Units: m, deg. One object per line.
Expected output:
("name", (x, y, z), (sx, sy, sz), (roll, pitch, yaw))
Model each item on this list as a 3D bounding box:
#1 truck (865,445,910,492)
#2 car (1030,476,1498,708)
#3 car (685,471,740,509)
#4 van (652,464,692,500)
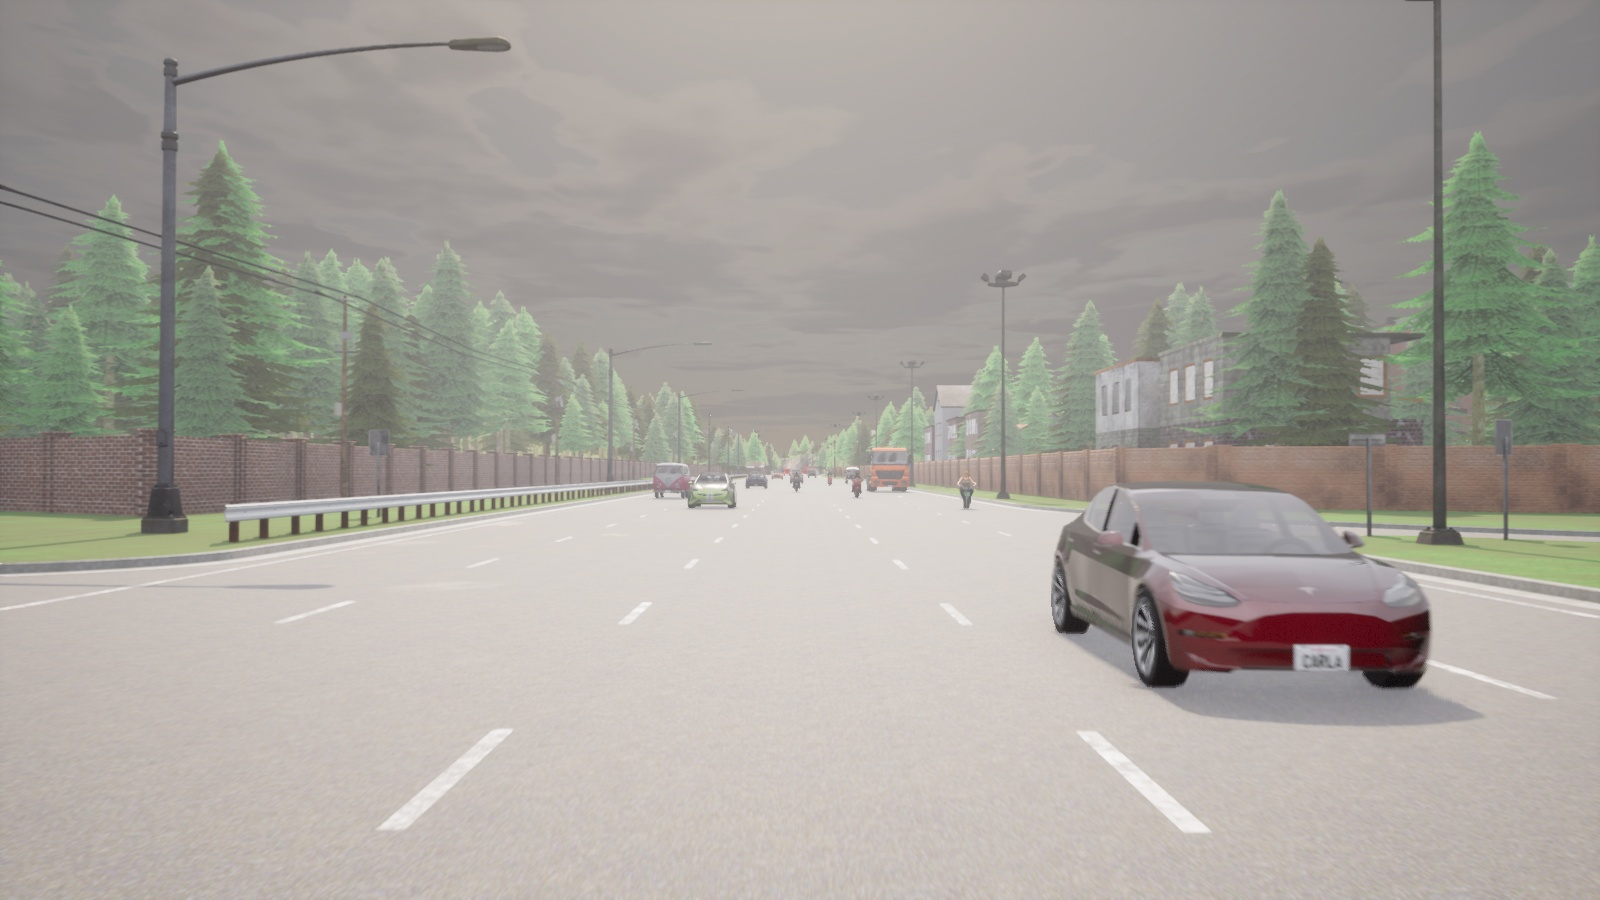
("truck", (6.754, 1.445, 97.908), (2.891, 3.462, 7.936), (0, -1, 0))
("car", (3.473, 0.978, 10.618), (2.163, 1.488, 4.792), (0, -1, 0))
("car", (-3.631, 1.661, 52.883), (2.007, 1.525, 4.514), (0, -1, 0))
("van", (-7.175, 1.778, 70.603), (1.775, 1.987, 4.442), (0, -1, 0))
